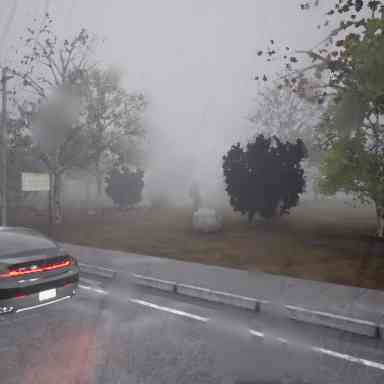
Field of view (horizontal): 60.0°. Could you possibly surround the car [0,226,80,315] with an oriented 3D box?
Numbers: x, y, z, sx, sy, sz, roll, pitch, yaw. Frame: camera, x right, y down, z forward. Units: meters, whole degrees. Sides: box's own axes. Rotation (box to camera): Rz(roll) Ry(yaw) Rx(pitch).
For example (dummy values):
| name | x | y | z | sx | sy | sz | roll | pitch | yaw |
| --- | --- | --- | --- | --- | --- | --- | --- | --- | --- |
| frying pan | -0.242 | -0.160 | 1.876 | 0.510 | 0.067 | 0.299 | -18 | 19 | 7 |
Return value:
| name | x | y | z | sx | sy | sz | roll | pitch | yaw |
| --- | --- | --- | --- | --- | --- | --- | --- | --- | --- |
| car | -4.402 | 1.505 | 7.135 | 4.892 | 1.490 | 1.837 | 0 | 0 | 37 |
